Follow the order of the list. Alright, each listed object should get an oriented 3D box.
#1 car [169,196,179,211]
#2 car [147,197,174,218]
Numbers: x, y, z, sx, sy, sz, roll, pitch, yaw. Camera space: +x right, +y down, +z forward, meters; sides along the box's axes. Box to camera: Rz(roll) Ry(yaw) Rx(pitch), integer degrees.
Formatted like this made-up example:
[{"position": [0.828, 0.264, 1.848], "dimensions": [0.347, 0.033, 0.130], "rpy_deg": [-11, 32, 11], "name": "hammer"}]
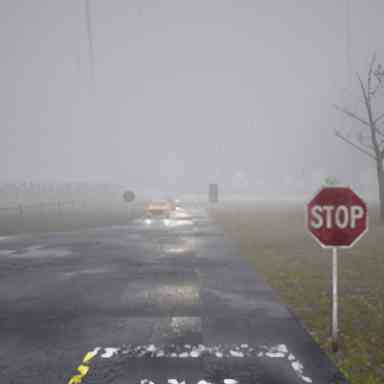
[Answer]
[{"position": [-2.943, 1.530, 40.633], "dimensions": [1.837, 1.490, 4.892], "rpy_deg": [0, 0, 0], "name": "car"}, {"position": [-2.924, 1.499, 30.341], "dimensions": [1.882, 1.535, 5.008], "rpy_deg": [0, 0, 0], "name": "car"}]
